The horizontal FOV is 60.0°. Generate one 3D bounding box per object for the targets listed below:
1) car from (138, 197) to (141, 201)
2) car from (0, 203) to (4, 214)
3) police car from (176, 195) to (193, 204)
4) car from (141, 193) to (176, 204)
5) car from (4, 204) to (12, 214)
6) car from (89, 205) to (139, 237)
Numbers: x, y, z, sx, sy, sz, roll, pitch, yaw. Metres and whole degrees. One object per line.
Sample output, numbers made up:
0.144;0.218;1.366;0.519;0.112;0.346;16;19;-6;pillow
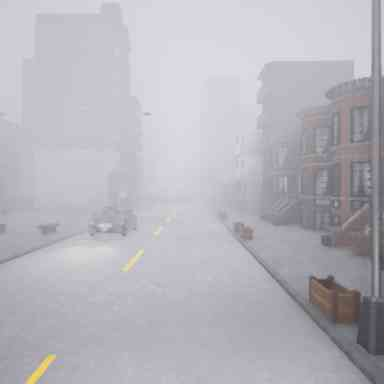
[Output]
-13.198;1.488;71.712;4.674;1.442;1.812;0;4;0;car
-19.317;1.353;28.754;4.611;1.667;2.242;0;0;10;car
-1.966;1.438;66.760;1.930;1.638;5.238;0;0;-37;police car
-6.476;1.216;64.796;5.566;2.045;2.150;0;-2;31;car
-19.461;1.422;31.705;4.193;1.474;1.816;0;0;10;car
-4.103;1.496;18.017;2.128;1.511;4.902;0;0;0;car
